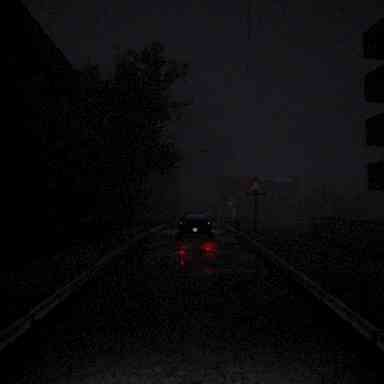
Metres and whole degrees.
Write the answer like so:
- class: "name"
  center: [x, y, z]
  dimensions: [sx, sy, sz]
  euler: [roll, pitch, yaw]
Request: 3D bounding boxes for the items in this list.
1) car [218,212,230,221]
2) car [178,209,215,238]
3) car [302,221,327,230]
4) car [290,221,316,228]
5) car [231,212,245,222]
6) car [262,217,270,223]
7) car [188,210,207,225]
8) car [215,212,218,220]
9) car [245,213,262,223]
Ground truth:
- class: "car"
  center: [4.839, 4.771, 66.149]
  dimensions: [2.185, 1.767, 4.553]
  euler: [5, -6, -31]
- class: "car"
  center: [0.177, 1.837, 19.358]
  dimensions: [1.812, 1.442, 4.674]
  euler: [0, -2, 0]
- class: "car"
  center: [25.583, 7.044, 69.731]
  dimensions: [2.002, 1.452, 4.674]
  euler: [8, -6, -29]
- class: "car"
  center: [22.613, 6.737, 69.226]
  dimensions: [2.002, 1.452, 4.674]
  euler: [8, -6, -29]
- class: "car"
  center: [7.812, 5.038, 66.641]
  dimensions: [2.185, 1.767, 4.553]
  euler: [7, -6, -30]
- class: "car"
  center: [13.642, 5.785, 67.876]
  dimensions: [1.946, 1.575, 5.366]
  euler: [8, -6, -30]
- class: "car"
  center: [0.679, 2.676, 35.147]
  dimensions: [1.882, 1.535, 5.008]
  euler: [0, -4, 3]
- class: "car"
  center: [1.960, 4.459, 65.569]
  dimensions: [2.435, 2.045, 5.566]
  euler: [3, -5, -30]
- class: "car"
  center: [10.809, 5.224, 67.195]
  dimensions: [2.435, 2.045, 5.566]
  euler: [8, -6, -30]
